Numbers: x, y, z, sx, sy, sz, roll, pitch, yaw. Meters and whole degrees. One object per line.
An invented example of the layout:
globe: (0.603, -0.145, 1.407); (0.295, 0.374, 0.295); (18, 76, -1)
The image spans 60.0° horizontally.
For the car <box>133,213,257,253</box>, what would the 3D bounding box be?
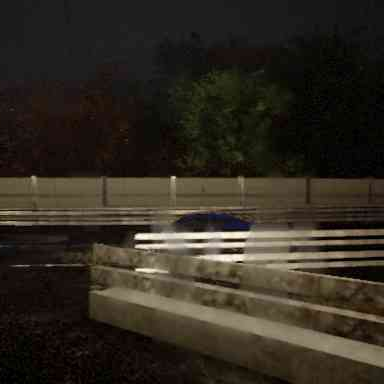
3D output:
car: (0.113, 1.493, 12.006); (4.674, 1.442, 1.812); (-1, 1, -6)
